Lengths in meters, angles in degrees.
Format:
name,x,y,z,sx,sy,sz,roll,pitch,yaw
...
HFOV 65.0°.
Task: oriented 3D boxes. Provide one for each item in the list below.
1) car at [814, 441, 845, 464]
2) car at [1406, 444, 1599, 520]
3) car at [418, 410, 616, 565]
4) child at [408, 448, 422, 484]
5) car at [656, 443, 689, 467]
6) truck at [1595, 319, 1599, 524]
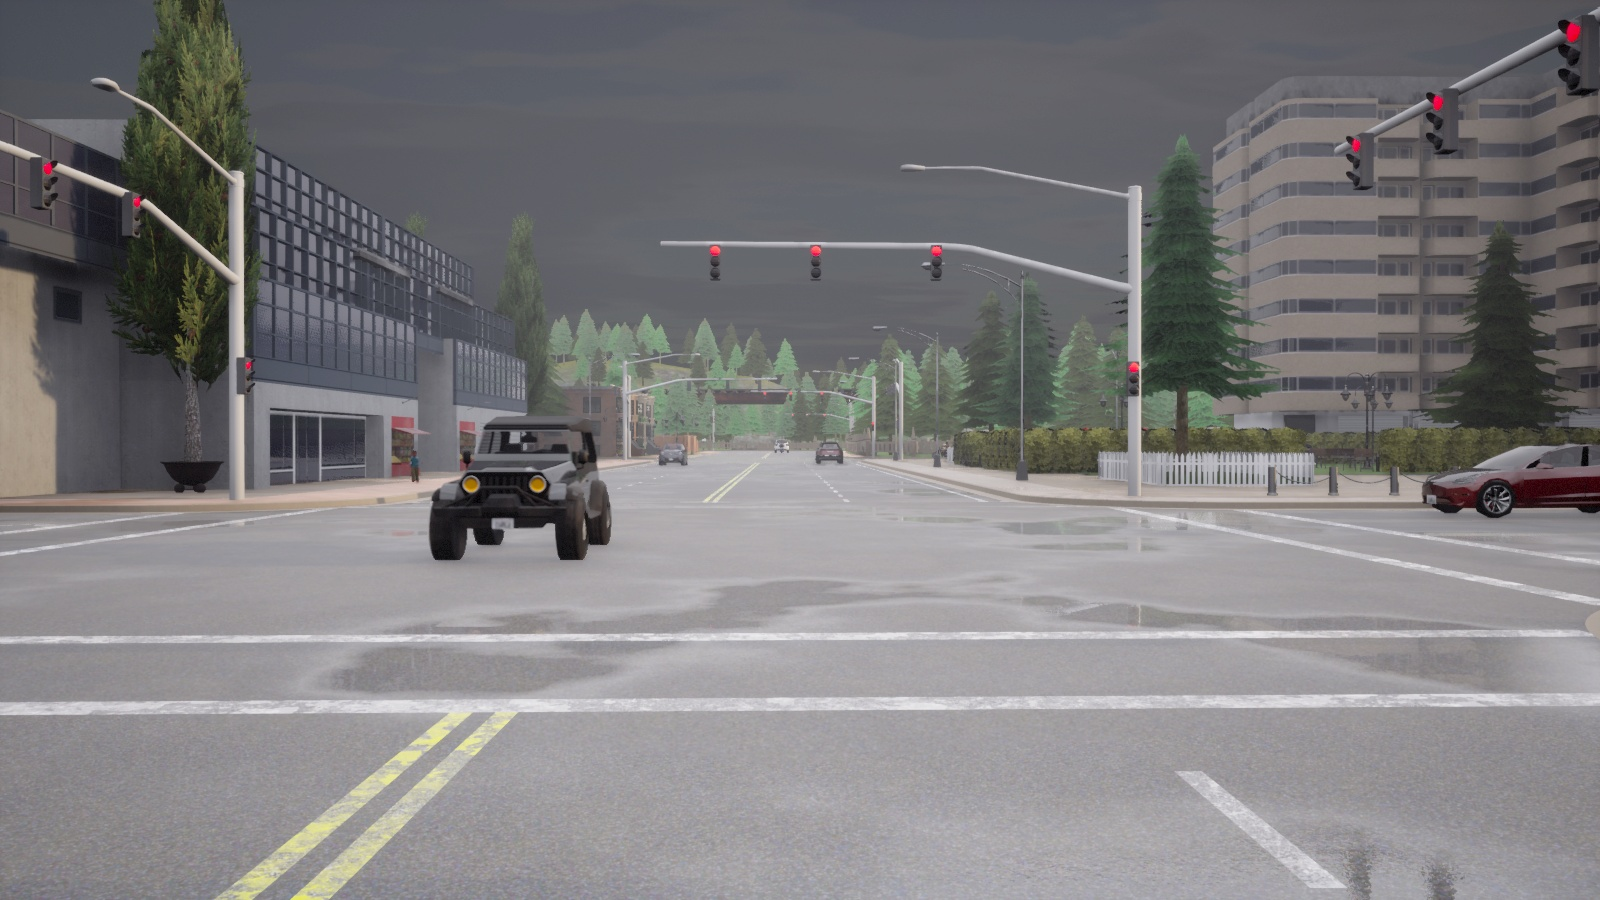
name,x,y,z,sx,sy,sz,roll,pitch,yaw
car,2.115,0.165,90.991,2.033,1.649,4.856,0,0,-1
car,15.302,0.614,25.652,4.792,1.488,2.163,0,0,-1
car,-3.698,0.443,17.112,1.905,1.878,3.866,0,0,-1
child,-13.052,0.534,42.547,0.343,1.192,0.448,0,0,-3
car,-8.257,0.293,81.690,1.845,1.501,3.633,0,0,-1
truck,19.204,-0.528,22.210,8.468,3.827,2.891,0,0,-1
